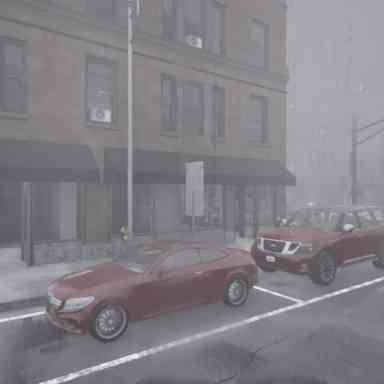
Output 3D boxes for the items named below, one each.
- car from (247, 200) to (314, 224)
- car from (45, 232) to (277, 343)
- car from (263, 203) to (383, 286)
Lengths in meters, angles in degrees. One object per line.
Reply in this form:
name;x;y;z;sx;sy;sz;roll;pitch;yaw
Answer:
car;6.764;1.493;25.861;1.882;1.535;5.008;0;0;-35
car;-0.531;1.583;6.387;4.206;1.307;1.802;0;0;-35
car;3.967;1.317;9.594;5.009;1.841;2.192;0;0;-35
